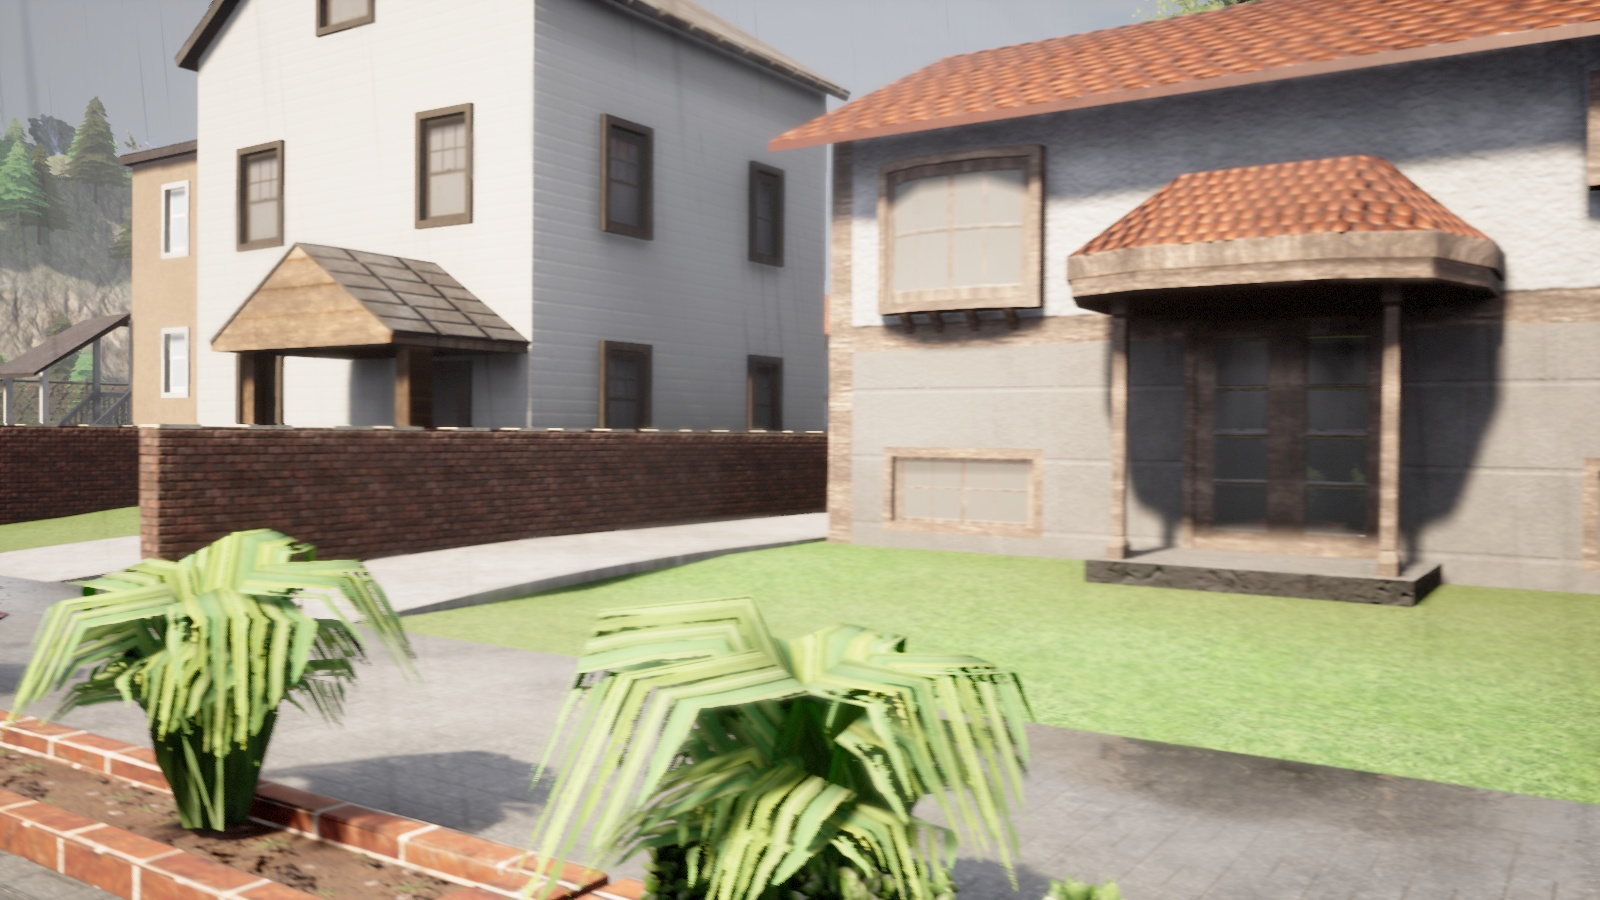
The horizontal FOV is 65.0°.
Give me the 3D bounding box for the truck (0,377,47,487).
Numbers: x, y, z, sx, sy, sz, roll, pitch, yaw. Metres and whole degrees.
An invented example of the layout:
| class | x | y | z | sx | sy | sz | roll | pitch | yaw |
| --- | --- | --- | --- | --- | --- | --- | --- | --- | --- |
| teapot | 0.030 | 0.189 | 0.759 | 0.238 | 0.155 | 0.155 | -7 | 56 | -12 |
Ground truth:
| class | x | y | z | sx | sy | sz | roll | pitch | yaw |
| --- | --- | --- | --- | --- | --- | --- | --- | --- | --- |
| truck | -27.966 | -0.521 | 38.394 | 2.891 | 3.462 | 7.936 | 0 | 1 | 34 |
